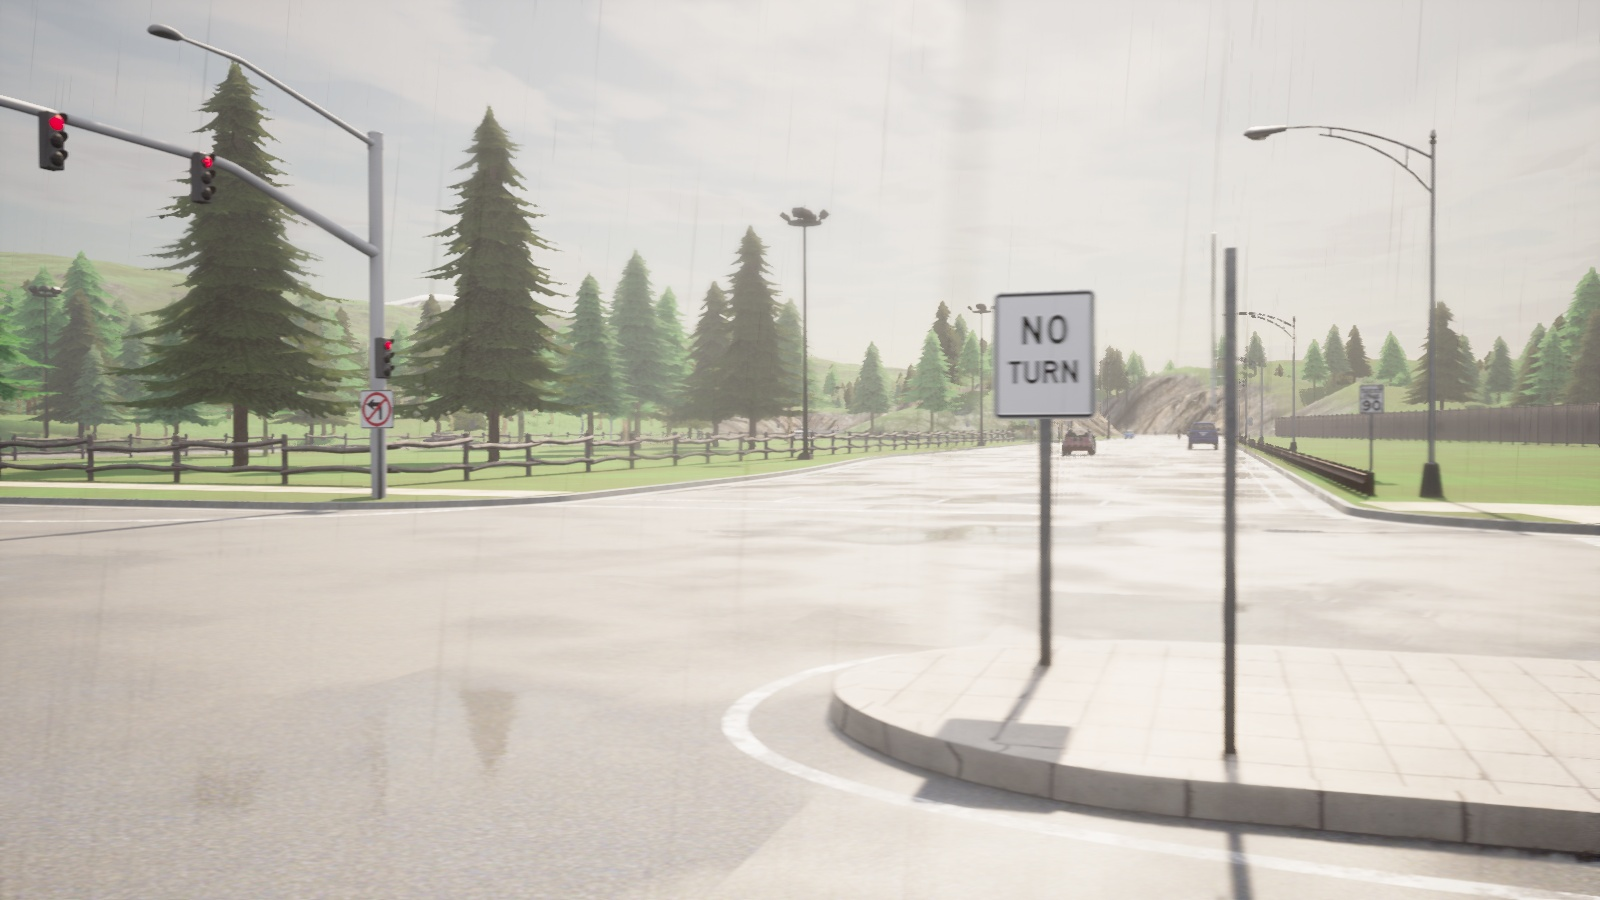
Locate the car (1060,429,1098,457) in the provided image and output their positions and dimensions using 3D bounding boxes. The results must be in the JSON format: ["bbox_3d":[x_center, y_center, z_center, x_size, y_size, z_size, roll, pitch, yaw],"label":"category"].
[{"bbox_3d":[16.857,-0.424,75.689,1.851,1.617,3.988,1,1,18],"label":"car"}]

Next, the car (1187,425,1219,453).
[{"bbox_3d":[30.396,-0.855,94.688,2.150,2.045,5.566,1,1,18],"label":"car"}]
